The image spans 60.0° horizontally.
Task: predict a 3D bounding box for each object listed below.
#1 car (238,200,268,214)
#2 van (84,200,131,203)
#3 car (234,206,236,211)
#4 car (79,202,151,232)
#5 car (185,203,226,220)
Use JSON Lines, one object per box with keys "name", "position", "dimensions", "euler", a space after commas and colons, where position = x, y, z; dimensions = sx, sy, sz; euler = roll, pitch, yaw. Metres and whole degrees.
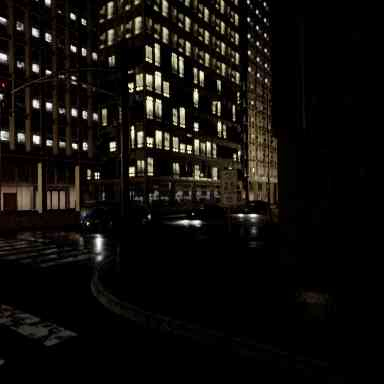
{"name": "car", "position": [7.131, 1.631, 37.240], "dimensions": [1.812, 1.442, 4.674], "euler": [-1, -1, 36]}
{"name": "van", "position": [-5.966, 1.460, 23.481], "dimensions": [1.690, 1.788, 3.998], "euler": [-2, -1, 36]}
{"name": "car", "position": [6.890, 1.689, 41.374], "dimensions": [1.752, 1.417, 4.829], "euler": [-2, -1, 36]}
{"name": "car", "position": [-4.624, 1.571, 20.946], "dimensions": [1.837, 1.490, 4.892], "euler": [-1, -1, 33]}
{"name": "car", "position": [1.236, 1.649, 29.051], "dimensions": [1.994, 1.385, 4.181], "euler": [-1, -1, 36]}
